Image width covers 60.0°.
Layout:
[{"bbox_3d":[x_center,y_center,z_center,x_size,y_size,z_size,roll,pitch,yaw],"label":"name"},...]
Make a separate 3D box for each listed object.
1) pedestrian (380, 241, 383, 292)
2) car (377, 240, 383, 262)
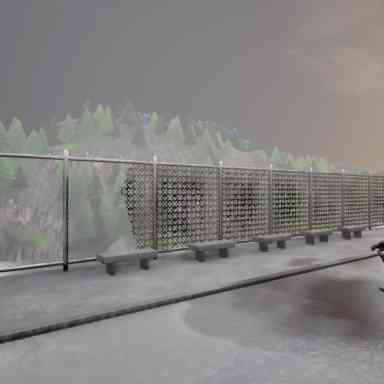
[{"bbox_3d":[4.230,1.294,6.880,0.375,1.860,0.375,0,0,-36],"label":"pedestrian"},{"bbox_3d":[7.604,1.600,10.077,4.718,1.301,1.895,0,0,-36],"label":"car"}]
